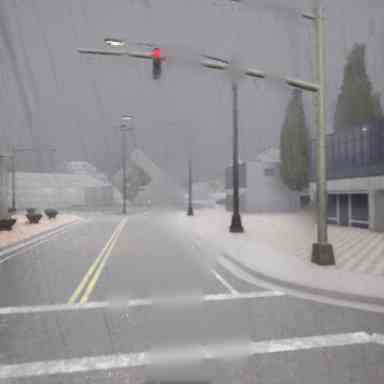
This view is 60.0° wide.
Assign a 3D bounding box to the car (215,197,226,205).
[{"bbox_3d":[8.847,2.399,86.897,5.566,2.045,2.150,-1,-1,25],"label":"car"}]
